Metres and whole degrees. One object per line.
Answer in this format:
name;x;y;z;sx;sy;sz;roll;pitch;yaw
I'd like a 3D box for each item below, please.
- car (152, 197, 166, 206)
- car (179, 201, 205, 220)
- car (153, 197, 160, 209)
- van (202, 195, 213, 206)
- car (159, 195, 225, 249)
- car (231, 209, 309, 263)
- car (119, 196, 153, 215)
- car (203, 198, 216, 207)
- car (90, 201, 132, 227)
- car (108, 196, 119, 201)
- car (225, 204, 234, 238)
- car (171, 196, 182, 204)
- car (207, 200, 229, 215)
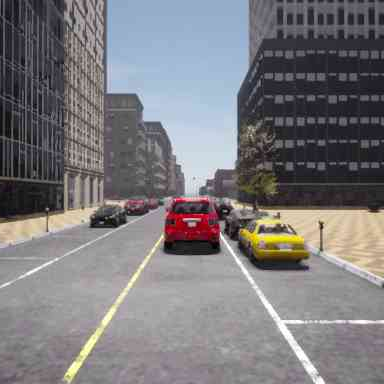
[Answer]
car;-5.687;1.597;57.223;1.947;1.339;4.313;0;0;0
car;0.000;1.570;29.650;2.033;1.411;5.357;0;0;0
car;-5.686;1.564;45.846;1.887;1.381;4.507;0;0;0
van;2.662;1.373;57.198;1.690;1.788;3.998;0;0;0
car;0.000;1.258;14.680;2.150;2.045;5.566;0;0;0
car;2.668;1.524;11.855;1.752;1.417;4.829;0;0;0
car;-5.685;1.324;34.467;2.192;1.841;5.009;0;0;0
car;2.661;1.607;51.508;1.802;1.307;4.206;0;0;0
car;-5.686;1.568;23.089;1.947;1.339;4.313;0;0;0
car;-17.465;1.584;78.009;4.206;1.307;1.802;0;0;0
car;2.663;1.551;17.374;2.008;1.369;4.403;0;0;0
car;-3.011;1.529;66.789;1.882;1.535;5.008;0;0;0
car;2.661;1.575;34.441;1.947;1.339;4.313;0;0;0
